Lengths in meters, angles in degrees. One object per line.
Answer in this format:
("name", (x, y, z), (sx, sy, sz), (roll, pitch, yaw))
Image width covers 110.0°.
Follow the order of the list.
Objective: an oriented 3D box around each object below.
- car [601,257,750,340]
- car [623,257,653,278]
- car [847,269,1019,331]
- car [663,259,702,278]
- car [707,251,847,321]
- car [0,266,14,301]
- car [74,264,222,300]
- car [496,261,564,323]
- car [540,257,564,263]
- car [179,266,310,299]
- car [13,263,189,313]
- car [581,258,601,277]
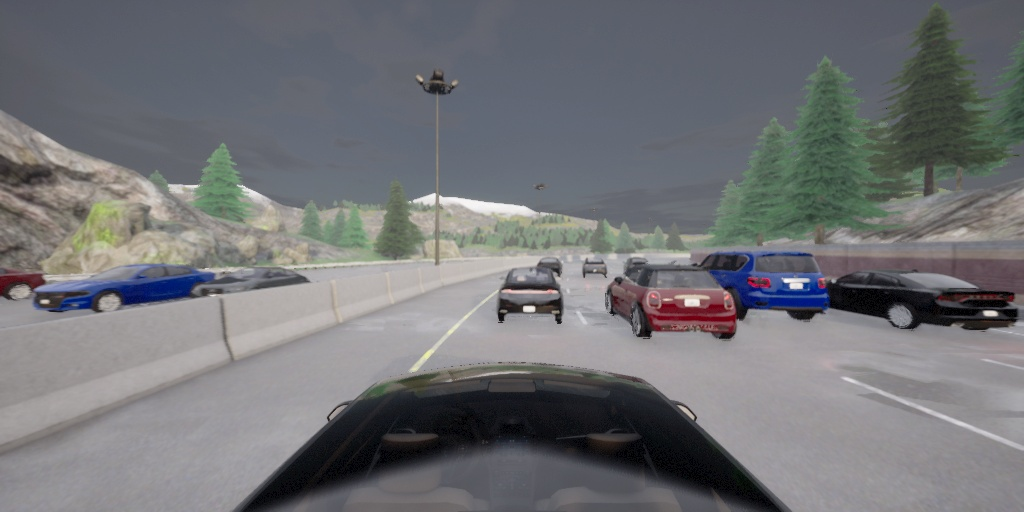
("car", (4.005, 0.993, 9.827), (2.097, 1.767, 4.553), (0, 1, 4))
("car", (10.412, 0.868, 29.949), (1.837, 1.490, 4.892), (0, 1, 12))
("car", (11.055, 1.123, 10.623), (1.882, 1.535, 5.008), (0, 1, 4))
("car", (13.851, 0.979, 29.434), (1.895, 1.301, 4.718), (0, 1, 12))
("car", (7.635, 0.839, 12.034), (2.150, 2.045, 5.566), (0, 1, 5))
("car", (-20.529, 1.018, 12.841), (1.882, 1.535, 5.008), (0, 1, 5))
("car", (-16.661, 1.092, 16.871), (1.895, 1.301, 4.718), (0, 1, 6))
("car", (0.606, 1.100, 11.512), (2.128, 1.511, 4.902), (0, 1, 4))
("car", (3.172, 0.830, 29.531), (1.882, 1.535, 5.008), (0, 1, 11))
("car", (-9.896, 1.112, 14.004), (1.994, 1.385, 4.181), (0, 1, 5))
("car", (-13.501, 1.032, 13.010), (1.882, 1.535, 5.008), (0, 1, 5))
("car", (6.613, 0.861, 28.881), (2.128, 1.511, 4.902), (0, 1, 12))
